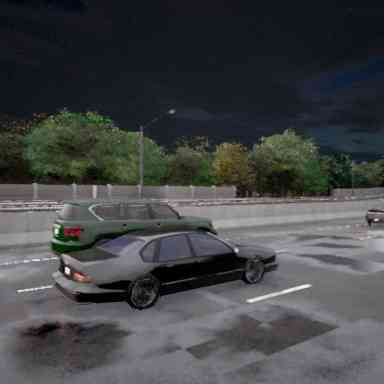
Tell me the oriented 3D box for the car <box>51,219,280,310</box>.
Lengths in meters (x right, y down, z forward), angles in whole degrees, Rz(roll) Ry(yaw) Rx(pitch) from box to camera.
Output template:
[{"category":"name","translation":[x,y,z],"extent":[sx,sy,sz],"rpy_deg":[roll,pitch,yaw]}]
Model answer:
[{"category":"car","translation":[-0.337,1.551,7.808],"extent":[5.357,1.411,2.033],"rpy_deg":[0,0,-36]}]

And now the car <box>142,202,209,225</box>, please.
[{"category":"car","translation":[-1.157,1.536,24.630],"extent":[4.674,1.442,1.812],"rpy_deg":[0,0,-35]}]

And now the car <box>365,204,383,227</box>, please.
[{"category":"car","translation":[13.287,1.509,21.801],"extent":[4.902,1.511,2.128],"rpy_deg":[0,0,-35]}]

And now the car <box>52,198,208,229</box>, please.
[{"category":"car","translation":[-1.710,1.226,11.120],"extent":[5.566,2.045,2.150],"rpy_deg":[0,0,-35]}]
